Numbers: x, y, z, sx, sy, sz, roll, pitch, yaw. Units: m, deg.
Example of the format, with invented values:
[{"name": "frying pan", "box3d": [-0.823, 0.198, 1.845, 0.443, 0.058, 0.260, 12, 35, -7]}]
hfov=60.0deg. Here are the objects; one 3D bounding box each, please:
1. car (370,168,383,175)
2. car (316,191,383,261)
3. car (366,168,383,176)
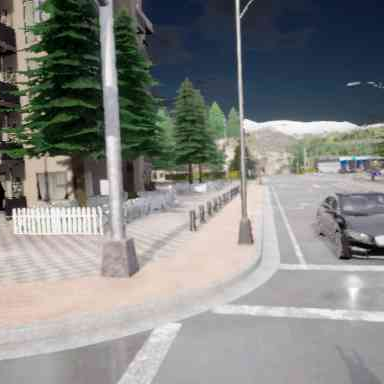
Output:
[{"name": "car", "box3d": [38.835, -4.308, 69.463, 1.970, 1.475, 3.806, -2, 3, 13]}, {"name": "car", "box3d": [4.660, 0.751, 9.178, 2.128, 1.511, 4.902, -2, 4, 12]}, {"name": "car", "box3d": [34.277, -3.746, 62.916, 1.845, 1.501, 3.633, -2, 3, 13]}]
